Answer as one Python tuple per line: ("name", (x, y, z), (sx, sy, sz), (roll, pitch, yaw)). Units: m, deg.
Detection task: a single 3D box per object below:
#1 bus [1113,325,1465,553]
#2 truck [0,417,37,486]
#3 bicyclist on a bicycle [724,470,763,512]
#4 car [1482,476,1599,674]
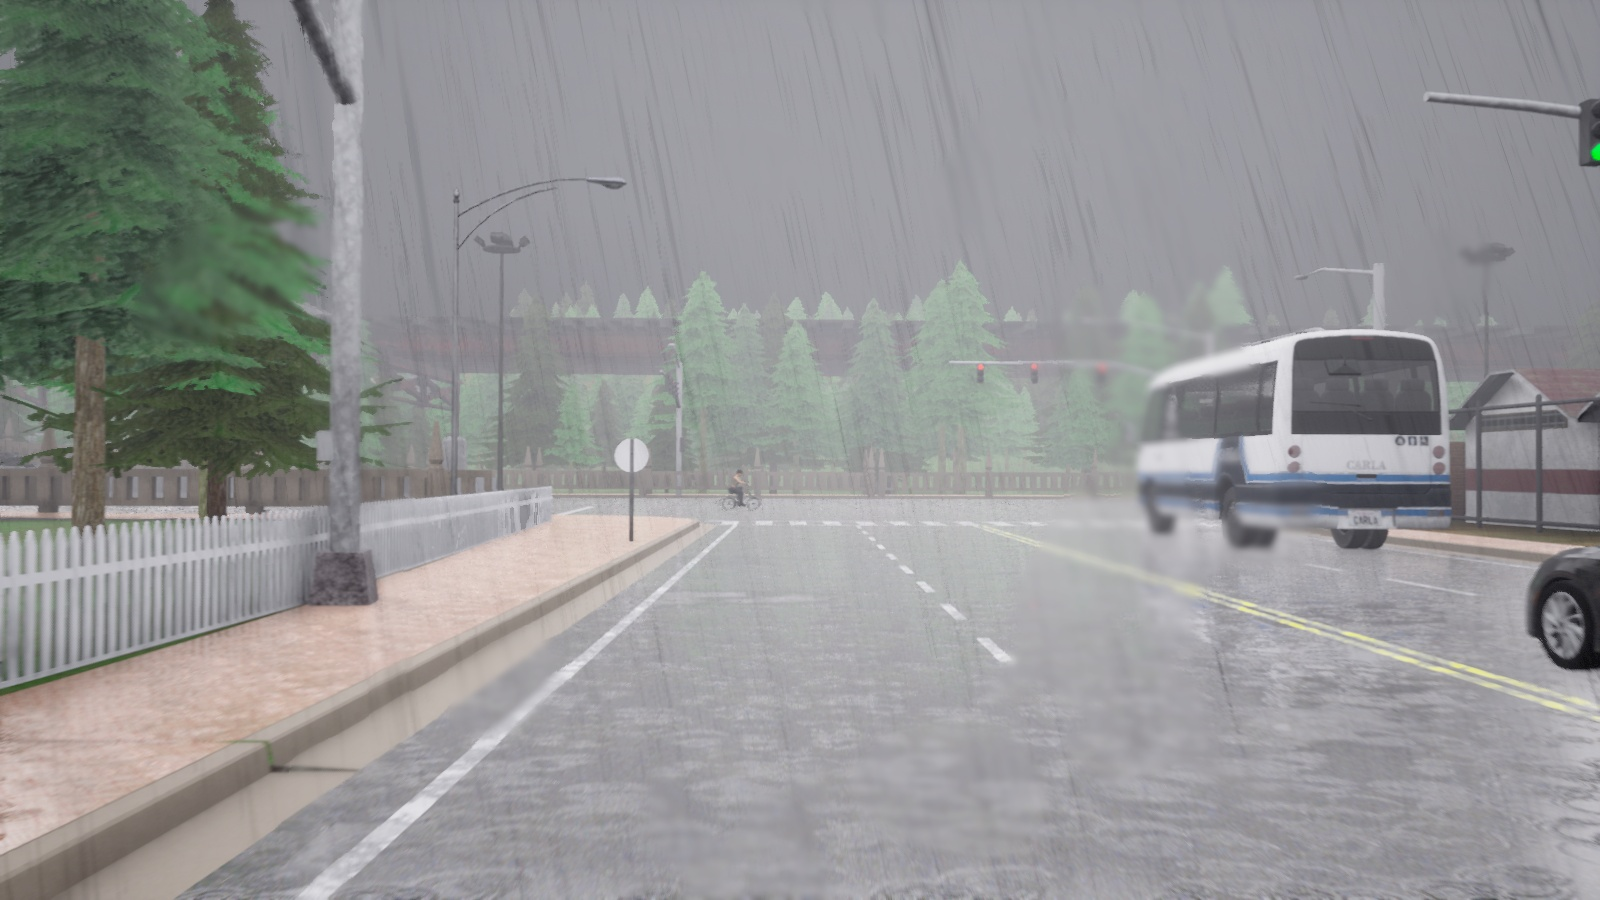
("bus", (10.423, -0.124, 28.643), (3.944, 4.253, 10.273), (0, -1, 0))
("truck", (-44.675, -0.258, 65.231), (7.936, 3.462, 2.891), (6, -1, -1))
("bicyclist on a bicycle", (-2.187, 1.581, 49.023), (1.509, 1.612, 0.866), (0, -1, -2))
("car", (6.978, 0.937, 8.680), (1.837, 1.490, 4.892), (0, -1, 0))
